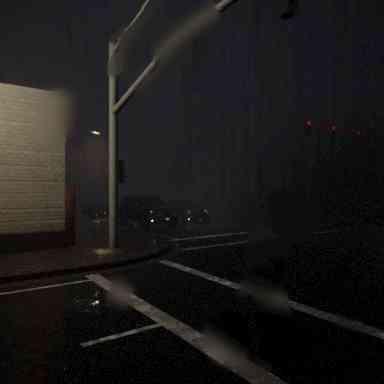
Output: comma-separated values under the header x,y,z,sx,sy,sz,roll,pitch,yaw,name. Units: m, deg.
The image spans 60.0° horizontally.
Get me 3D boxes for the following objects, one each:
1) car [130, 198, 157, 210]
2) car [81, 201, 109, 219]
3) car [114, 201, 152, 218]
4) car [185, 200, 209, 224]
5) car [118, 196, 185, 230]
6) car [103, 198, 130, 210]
x,y,z,sx,sy,sz,roll,pitch,yaw,name
-6.755,1.619,45.855,1.994,1.385,4.181,0,0,-36,car
-8.550,1.619,30.013,1.994,1.385,4.181,0,0,-35,car
-5.737,1.619,32.089,1.994,1.385,4.181,0,0,-35,car
-0.717,1.407,25.061,2.097,1.767,4.553,0,0,-36,car
-3.084,1.277,22.348,2.150,2.045,5.566,0,0,-36,car
-10.115,1.582,44.502,1.812,1.442,4.674,0,0,-36,car
